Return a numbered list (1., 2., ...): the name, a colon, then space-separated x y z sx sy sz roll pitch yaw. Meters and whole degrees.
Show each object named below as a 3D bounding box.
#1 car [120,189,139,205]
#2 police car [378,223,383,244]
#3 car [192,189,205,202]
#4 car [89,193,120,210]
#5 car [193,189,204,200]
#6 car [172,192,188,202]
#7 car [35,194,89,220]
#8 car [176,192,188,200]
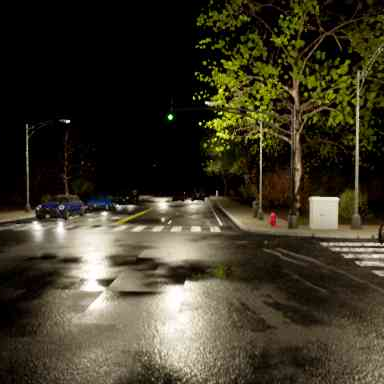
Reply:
1. car: -8.995 0.668 46.988 2.150 2.045 5.566 0 2 2
2. police car: 9.074 1.262 11.191 4.974 1.542 2.038 0 1 4
3. car: 1.034 0.743 54.980 2.097 1.767 4.553 0 1 1
4. car: -9.318 1.054 34.693 1.882 1.535 5.008 0 0 2
5. car: 1.287 0.505 65.037 2.150 2.045 5.566 0 1 1
6. car: -2.226 0.935 54.678 2.033 1.411 5.357 0 1 1
7. car: -9.579 1.029 24.464 2.097 1.767 4.553 0 1 2
8. car: -1.963 0.768 65.093 2.128 1.511 4.902 0 1 1
